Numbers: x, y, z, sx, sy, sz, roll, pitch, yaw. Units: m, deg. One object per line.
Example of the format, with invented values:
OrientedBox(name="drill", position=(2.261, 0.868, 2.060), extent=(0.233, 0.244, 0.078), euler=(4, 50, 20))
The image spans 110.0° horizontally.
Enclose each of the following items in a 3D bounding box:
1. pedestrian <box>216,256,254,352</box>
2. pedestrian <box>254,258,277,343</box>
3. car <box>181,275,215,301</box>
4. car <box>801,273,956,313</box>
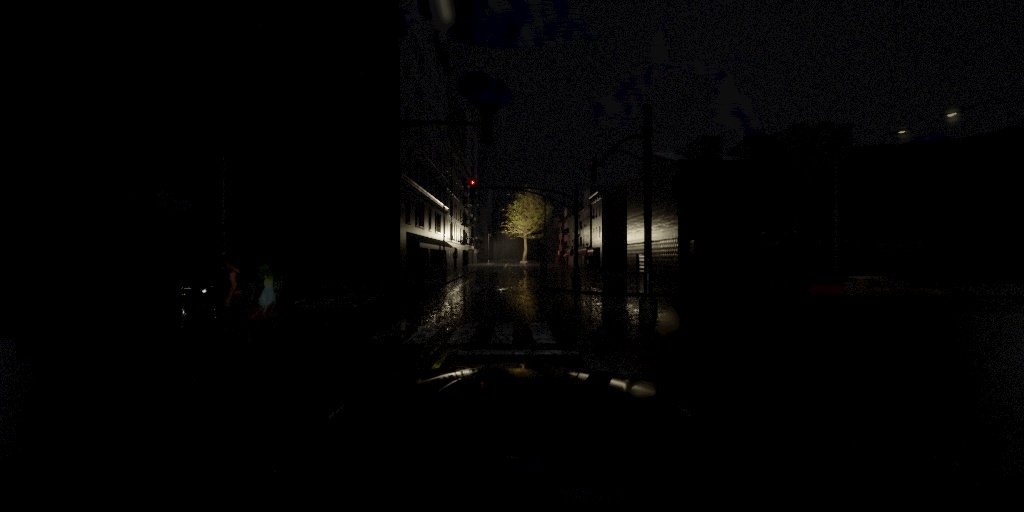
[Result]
OrientedBox(name="pedestrian", position=(-5.333, 0.894, 6.878), extent=(0.375, 1.860, 0.375), euler=(0, 0, 0))
OrientedBox(name="pedestrian", position=(-5.346, 0.894, 7.578), extent=(0.375, 1.860, 0.375), euler=(0, 0, 0))
OrientedBox(name="car", position=(-14.950, 1.171, 14.591), extent=(4.892, 1.490, 1.837), euler=(0, 0, 0))
OrientedBox(name="car", position=(13.902, 1.345, 13.713), extent=(4.829, 1.417, 1.751), euler=(0, 0, 0))
